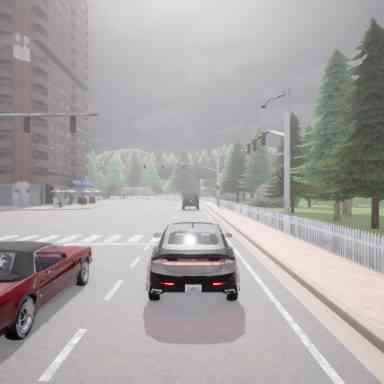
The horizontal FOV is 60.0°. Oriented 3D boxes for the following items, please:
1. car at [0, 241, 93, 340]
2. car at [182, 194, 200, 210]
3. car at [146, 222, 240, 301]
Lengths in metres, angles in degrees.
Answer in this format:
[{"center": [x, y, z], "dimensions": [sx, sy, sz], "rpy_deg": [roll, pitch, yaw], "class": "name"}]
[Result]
[{"center": [-3.450, 1.601, 6.461], "dimensions": [1.895, 1.301, 4.718], "rpy_deg": [0, 0, 0], "class": "car"}, {"center": [-0.180, 1.221, 43.758], "dimensions": [2.150, 2.045, 5.566], "rpy_deg": [0, 0, -1], "class": "car"}, {"center": [0.023, 1.492, 8.310], "dimensions": [2.128, 1.511, 4.902], "rpy_deg": [0, 0, 0], "class": "car"}]
